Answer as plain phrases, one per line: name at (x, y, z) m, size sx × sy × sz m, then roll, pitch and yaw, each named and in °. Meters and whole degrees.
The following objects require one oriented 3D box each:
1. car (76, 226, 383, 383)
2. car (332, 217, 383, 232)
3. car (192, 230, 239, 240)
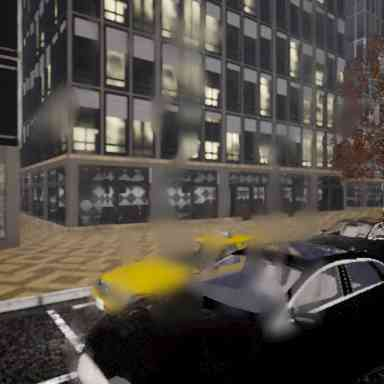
car at (1.115, 1.474, 4.176) m, size 4.902 × 1.511 × 2.128 m, roll 0°, pitch 0°, yaw -36°
car at (5.219, 1.497, 10.285) m, size 4.403 × 1.369 × 2.008 m, roll 0°, pitch 0°, yaw -36°
car at (0.447, 1.503, 6.878) m, size 4.829 × 1.417 × 1.752 m, roll 0°, pitch 0°, yaw -36°
